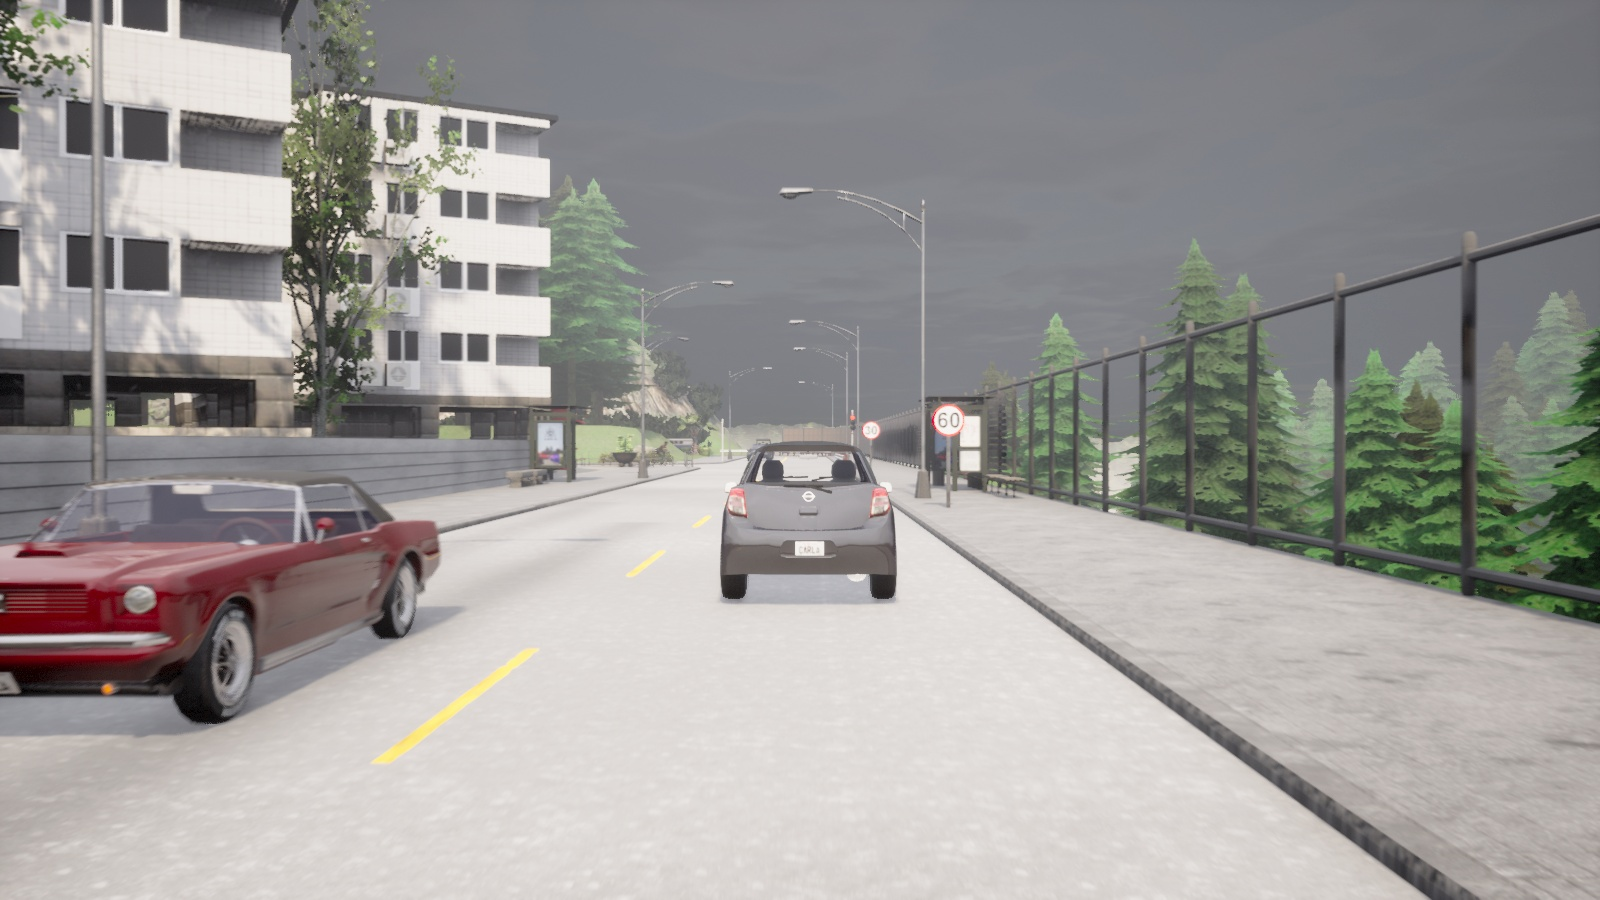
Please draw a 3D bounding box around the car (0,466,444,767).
[{"bbox_3d":[-3.940,0.798,8.151,1.895,1.301,4.718,0,0,0],"label":"car"}]

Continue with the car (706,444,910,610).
[{"bbox_3d":[0.085,0.686,13.191,1.845,1.501,3.633,0,0,0],"label":"car"}]
